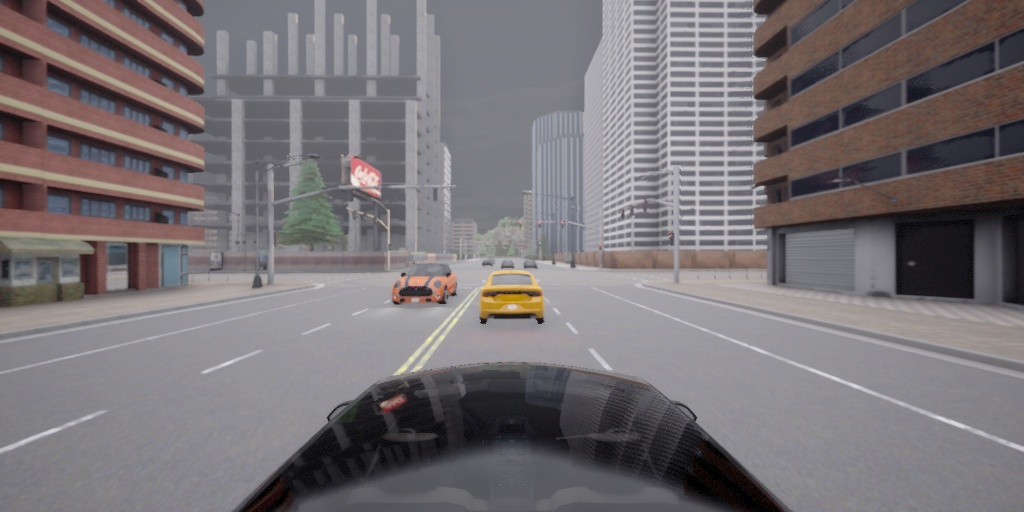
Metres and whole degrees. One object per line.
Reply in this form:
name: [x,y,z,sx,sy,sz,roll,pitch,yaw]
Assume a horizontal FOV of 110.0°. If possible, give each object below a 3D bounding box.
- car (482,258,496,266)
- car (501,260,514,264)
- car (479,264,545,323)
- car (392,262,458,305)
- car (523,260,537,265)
car: [-4.435,1.293,64.570,1.895,1.301,4.718,0,0,0]
car: [-0.692,1.256,56.105,1.994,1.385,4.181,0,0,-1]
car: [-0.031,1.216,12.093,1.882,1.535,5.008,0,0,-1]
car: [-3.708,1.095,15.918,2.097,1.767,4.553,0,0,-1]
car: [2.804,1.247,56.452,1.994,1.385,4.181,0,0,-1]
